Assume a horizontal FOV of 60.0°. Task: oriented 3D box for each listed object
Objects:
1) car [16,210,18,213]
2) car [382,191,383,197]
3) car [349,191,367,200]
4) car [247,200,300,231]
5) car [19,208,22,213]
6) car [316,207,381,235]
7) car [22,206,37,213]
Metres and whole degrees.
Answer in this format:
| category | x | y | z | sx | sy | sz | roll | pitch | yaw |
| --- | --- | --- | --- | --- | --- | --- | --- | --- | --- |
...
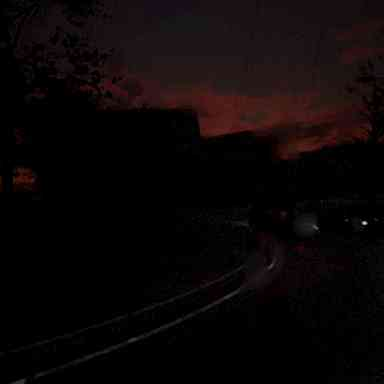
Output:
| category | x | y | z | sx | sy | sz | roll | pitch | yaw |
| --- | --- | --- | --- | --- | --- | --- | --- | --- | --- |
| car | -42.572 | 5.108 | 83.793 | 2.002 | 1.452 | 4.674 | -1 | -4 | -30 |
| car | 42.803 | 0.201 | 72.038 | 5.008 | 1.535 | 1.882 | -2 | 1 | -41 |
| car | 30.869 | 0.647 | 61.681 | 5.008 | 1.535 | 1.882 | -5 | 3 | -41 |
| car | 5.028 | 1.386 | 21.192 | 2.097 | 1.767 | 4.553 | -1 | 0 | -7 |
| car | -34.213 | 3.942 | 69.565 | 2.163 | 1.488 | 4.792 | -1 | -4 | -30 |
| car | 8.596 | 1.543 | 18.656 | 1.994 | 1.385 | 4.181 | -1 | 0 | -1 |
| car | -31.420 | 3.569 | 64.846 | 2.002 | 1.452 | 4.674 | 1 | -5 | -30 |
